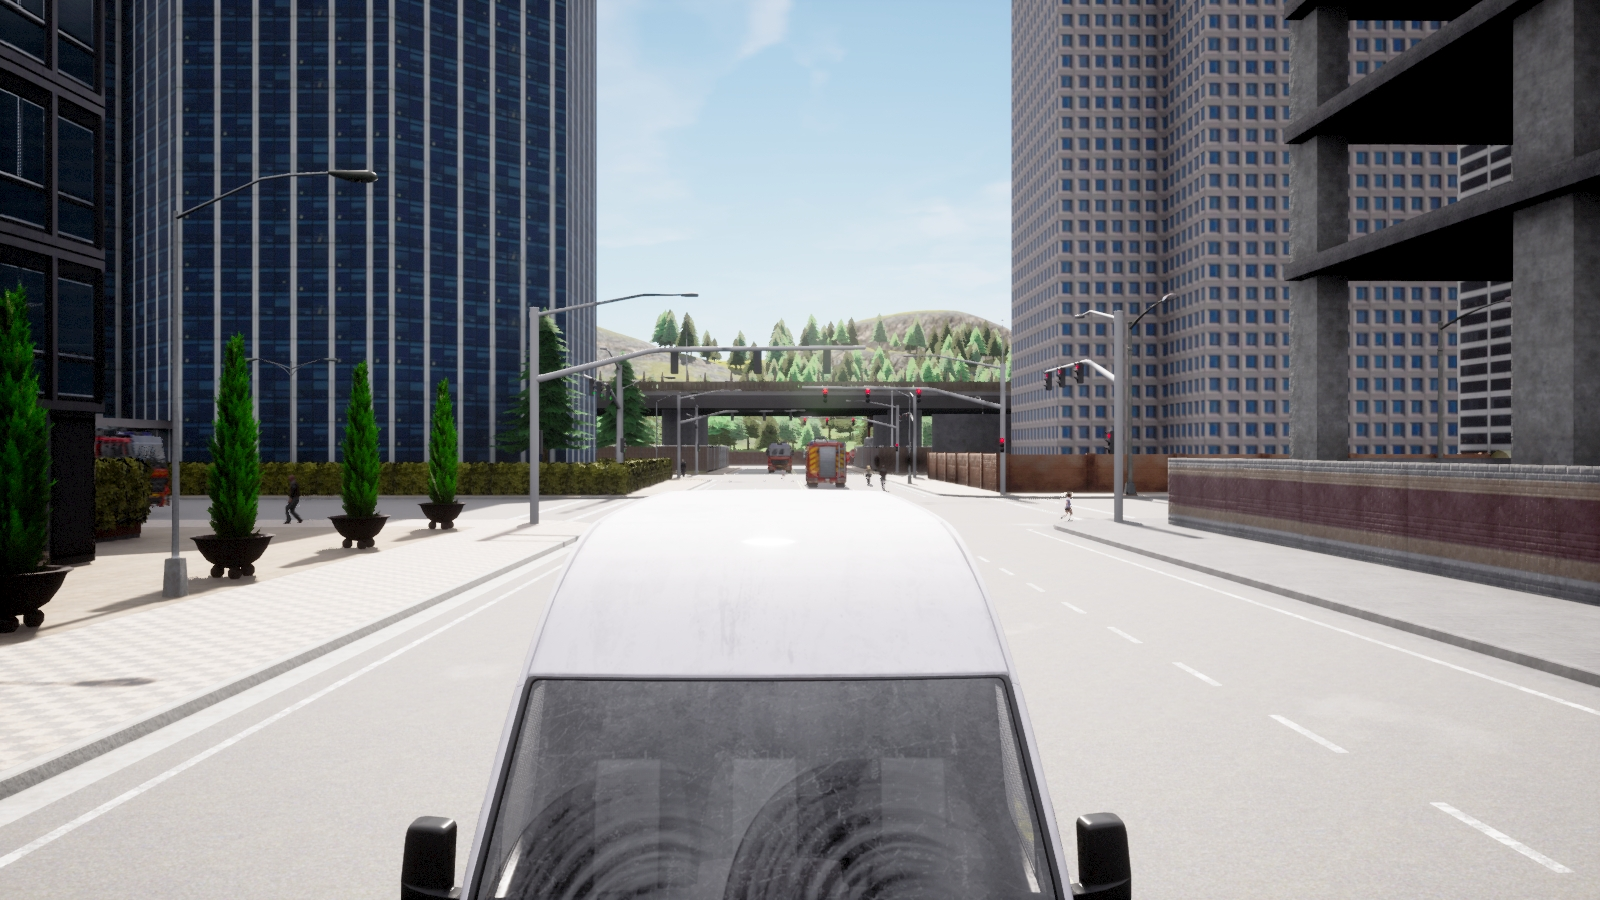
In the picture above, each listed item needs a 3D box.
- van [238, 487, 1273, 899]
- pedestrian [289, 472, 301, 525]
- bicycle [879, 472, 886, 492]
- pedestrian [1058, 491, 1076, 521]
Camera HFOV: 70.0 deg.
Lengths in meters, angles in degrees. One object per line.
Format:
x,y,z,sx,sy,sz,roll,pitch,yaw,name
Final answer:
-0.128,1.535,5.152,1.988,2.561,5.915,0,0,-1,van
-17.789,1.696,40.265,0.375,1.860,0.375,0,0,-27,pedestrian
5.612,2.160,77.434,0.329,1.271,1.835,0,0,-1,bicycle
9.999,2.086,42.785,0.500,1.100,0.500,0,0,-6,pedestrian
